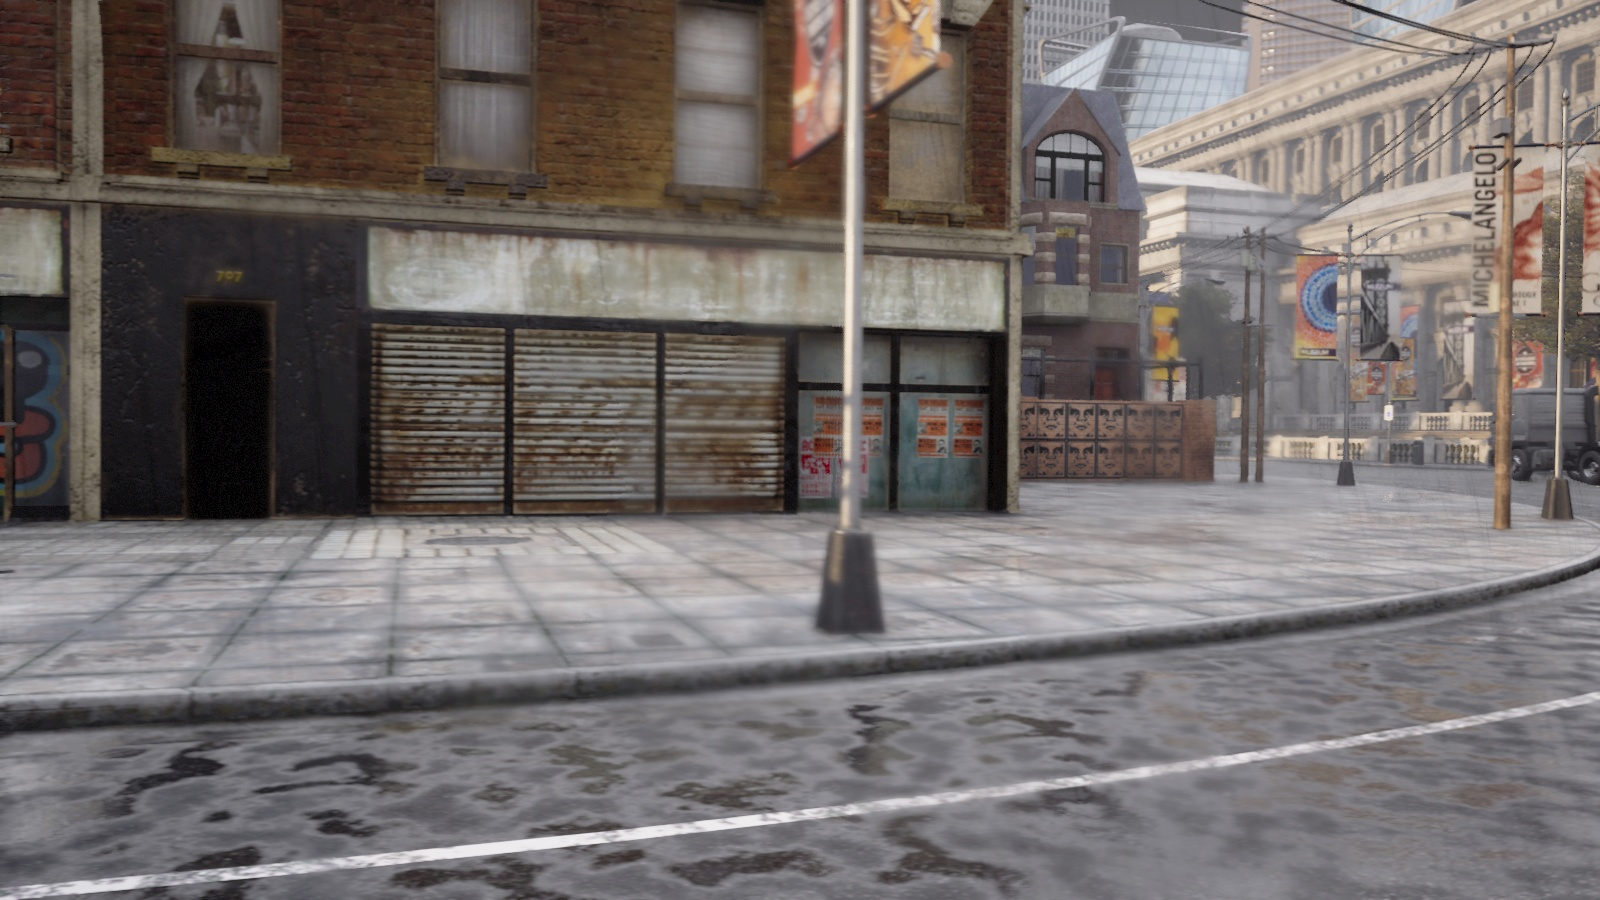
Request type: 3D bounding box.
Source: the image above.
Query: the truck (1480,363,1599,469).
[{"bbox_3d":[27.404,-1.160,43.412,2.891,3.462,7.936,-1,1,-5],"label":"truck"}]
